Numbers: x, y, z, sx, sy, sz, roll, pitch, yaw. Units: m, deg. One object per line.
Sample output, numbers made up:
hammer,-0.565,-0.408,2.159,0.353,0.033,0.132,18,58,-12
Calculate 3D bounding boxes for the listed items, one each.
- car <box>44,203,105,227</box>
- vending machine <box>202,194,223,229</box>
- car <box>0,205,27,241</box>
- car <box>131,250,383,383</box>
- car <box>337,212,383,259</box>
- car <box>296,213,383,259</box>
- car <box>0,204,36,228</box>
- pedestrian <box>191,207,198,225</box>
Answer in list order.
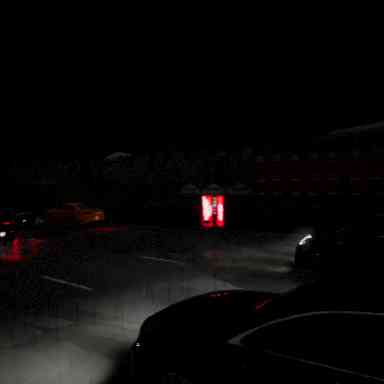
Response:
car,-8.070,1.476,22.629,5.008,1.535,1.882,0,0,35
vending machine,1.300,1.194,20.827,0.880,2.100,1.100,0,0,35
car,-9.900,1.505,15.339,4.892,1.490,1.837,0,0,35
car,1.591,1.504,2.838,4.892,1.490,1.837,0,0,36
car,7.667,1.524,11.410,4.674,1.442,1.812,0,0,36
car,5.172,1.351,8.889,4.553,1.767,2.097,0,0,36
car,-11.875,1.492,21.042,4.902,1.511,2.128,0,0,35
pedestrian,0.113,1.141,20.977,0.375,1.860,0.375,0,0,35
